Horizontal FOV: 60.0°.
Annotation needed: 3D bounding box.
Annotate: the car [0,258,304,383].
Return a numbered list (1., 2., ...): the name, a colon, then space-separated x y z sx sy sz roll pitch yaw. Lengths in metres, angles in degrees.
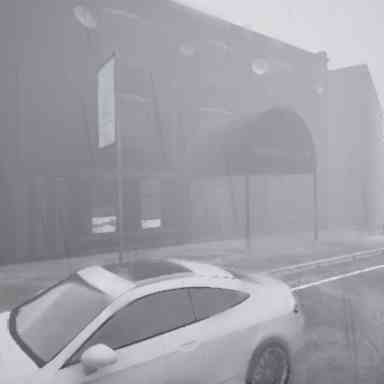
1. car: -0.745 1.525 3.465 4.674 1.442 1.812 0 0 -36
